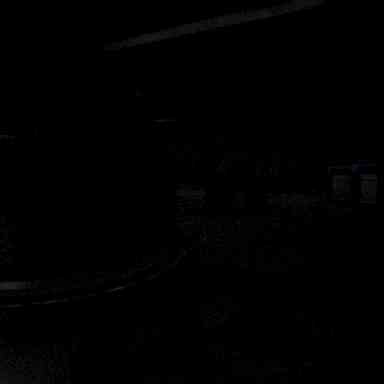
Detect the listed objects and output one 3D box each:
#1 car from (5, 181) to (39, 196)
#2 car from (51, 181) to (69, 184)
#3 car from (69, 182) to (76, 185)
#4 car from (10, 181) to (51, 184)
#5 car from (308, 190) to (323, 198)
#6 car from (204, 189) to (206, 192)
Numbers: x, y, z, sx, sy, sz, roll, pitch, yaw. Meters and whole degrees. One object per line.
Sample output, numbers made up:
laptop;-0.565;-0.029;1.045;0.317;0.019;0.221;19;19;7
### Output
car;-21.751;-0.476;42.425;4.605;1.855;1.932;2;2;35
car;-26.761;-1.275;65.453;3.866;1.878;1.905;2;2;35
car;-25.423;-1.302;68.065;4.605;1.855;1.932;2;2;35
car;-17.219;-0.188;35.207;3.866;1.878;1.905;2;2;35
car;23.321;0.333;62.936;1.812;1.442;4.674;2;2;35
car;4.903;-0.339;65.594;5.027;1.636;2.152;2;2;35
